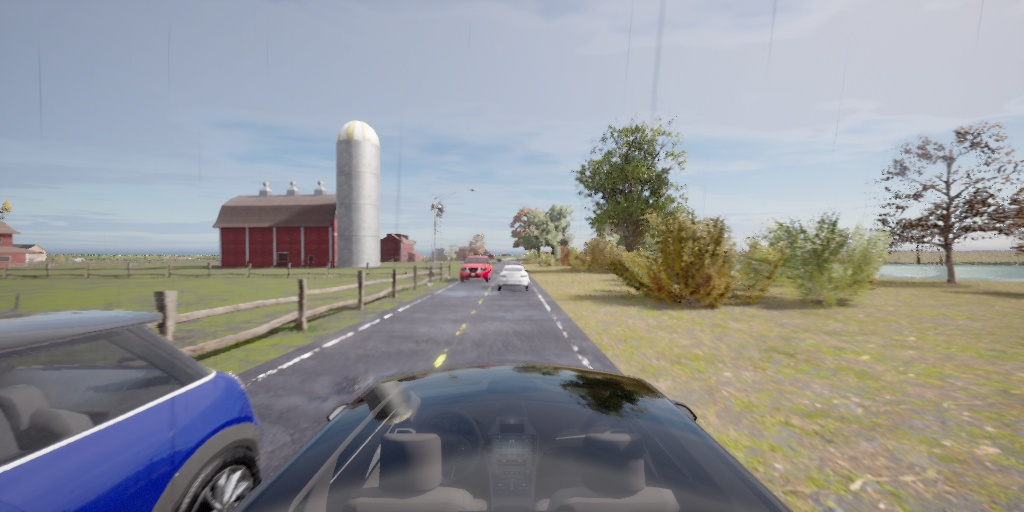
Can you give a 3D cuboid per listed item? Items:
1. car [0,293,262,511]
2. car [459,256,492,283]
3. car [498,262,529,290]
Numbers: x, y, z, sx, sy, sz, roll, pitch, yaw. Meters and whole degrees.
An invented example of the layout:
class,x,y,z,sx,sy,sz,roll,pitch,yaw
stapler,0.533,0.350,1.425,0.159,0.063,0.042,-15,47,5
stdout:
class,x,y,z,sx,sy,sz,roll,pitch,yaw
car,-2.842,1.100,0.638,2.097,1.767,4.553,0,0,0
car,-2.757,0.989,28.520,2.150,2.045,5.566,0,0,1
car,0.090,1.283,22.400,1.812,1.442,4.674,0,0,1
